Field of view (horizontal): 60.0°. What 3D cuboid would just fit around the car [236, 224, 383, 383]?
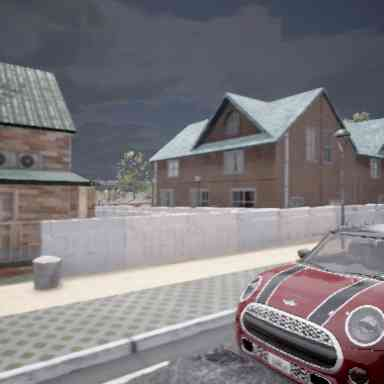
[{"bbox_3d":[2.813,1.338,5.074,4.553,1.767,2.097,0,0,-35],"label":"car"}]
